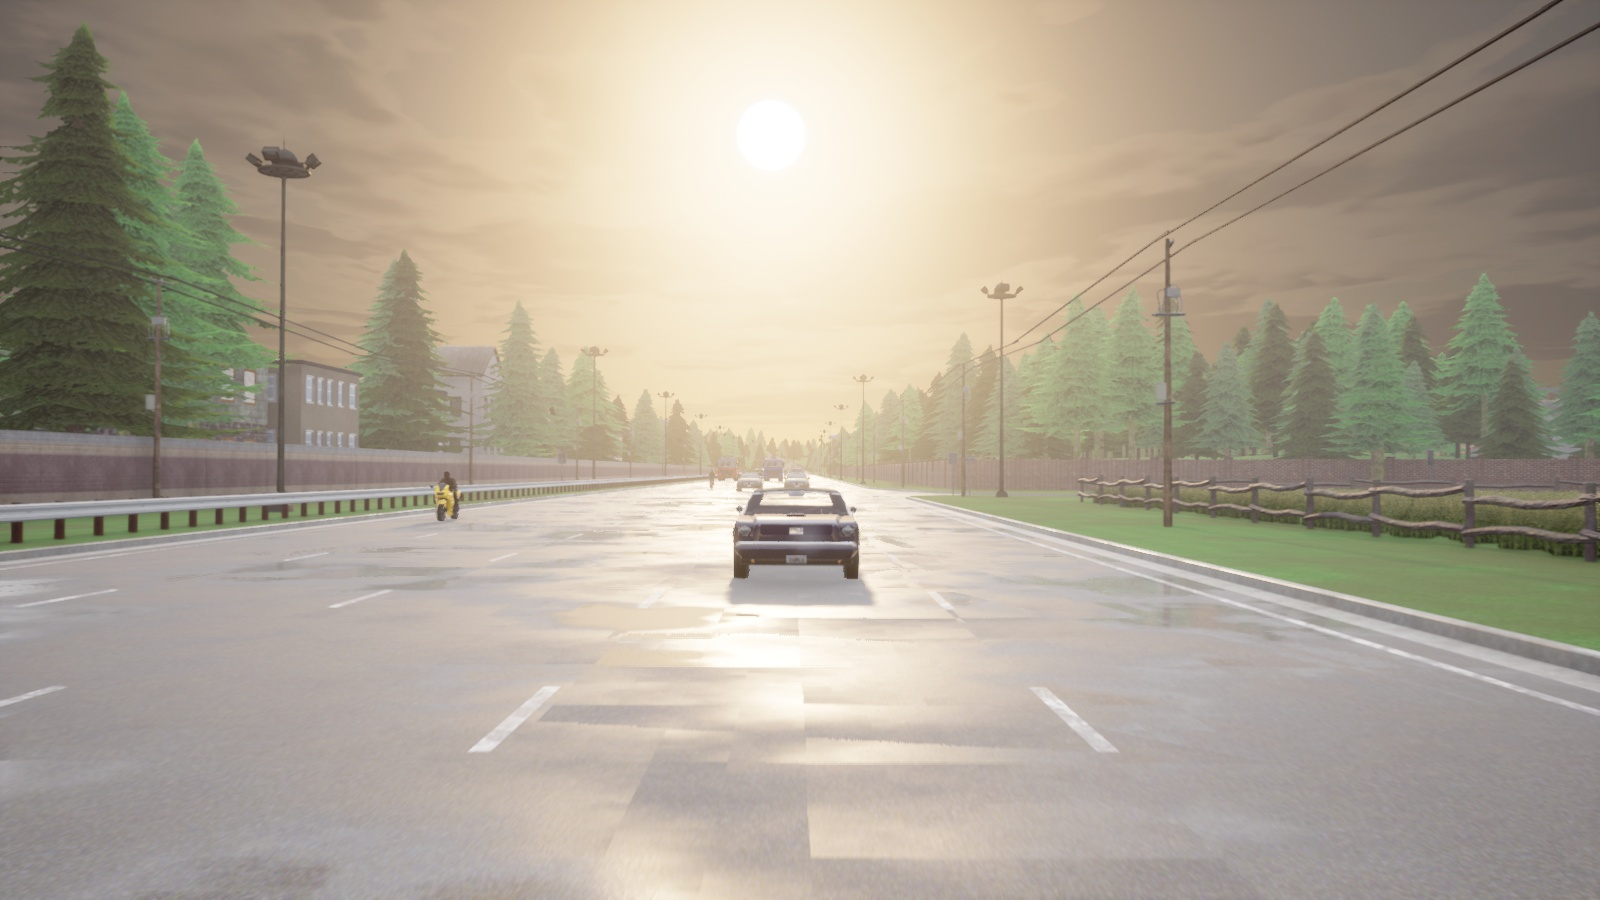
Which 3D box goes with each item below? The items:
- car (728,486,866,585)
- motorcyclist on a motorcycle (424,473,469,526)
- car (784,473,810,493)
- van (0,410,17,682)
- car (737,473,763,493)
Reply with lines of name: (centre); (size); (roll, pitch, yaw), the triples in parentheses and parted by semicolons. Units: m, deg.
car: (-0.047, 1.244, 19.639); (1.895, 1.301, 4.718); (0, -1, 0)
motorcyclist on a motorcycle: (-10.590, 1.470, 37.702); (0.797, 1.523, 2.044); (0, -1, 0)
car: (-0.223, 2.394, 92.898); (1.812, 1.442, 4.674); (0, -1, 0)
van: (-7.019, 0.689, 7.347); (2.069, 2.038, 4.480); (0, -1, 0)
car: (-3.726, 2.432, 94.292); (1.812, 1.442, 4.674); (0, -1, 0)
